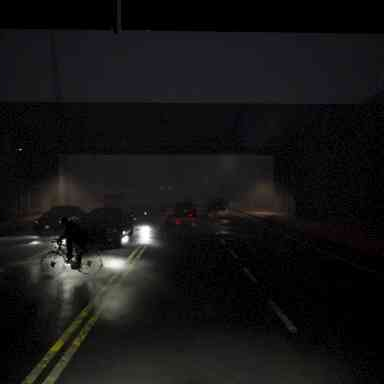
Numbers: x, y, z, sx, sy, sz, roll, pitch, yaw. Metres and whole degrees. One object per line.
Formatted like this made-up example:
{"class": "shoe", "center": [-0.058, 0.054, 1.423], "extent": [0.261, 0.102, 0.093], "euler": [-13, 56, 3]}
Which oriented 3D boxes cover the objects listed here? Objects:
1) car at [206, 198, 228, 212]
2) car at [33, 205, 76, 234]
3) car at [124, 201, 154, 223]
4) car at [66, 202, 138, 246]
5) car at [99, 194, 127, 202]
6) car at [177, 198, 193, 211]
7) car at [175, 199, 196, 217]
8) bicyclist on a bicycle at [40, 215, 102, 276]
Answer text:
{"class": "car", "center": [2.714, 1.478, 38.966], "extent": [1.882, 1.535, 5.008], "euler": [0, 0, -1]}
{"class": "car", "center": [-7.491, 1.526, 19.459], "extent": [1.812, 1.442, 4.674], "euler": [0, 0, -1]}
{"class": "car", "center": [-4.080, 1.601, 25.832], "extent": [1.895, 1.301, 4.718], "euler": [0, 0, -1]}
{"class": "car", "center": [-3.936, 1.478, 15.465], "extent": [1.882, 1.535, 5.008], "euler": [0, 0, -1]}
{"class": "car", "center": [-7.817, 1.223, 33.180], "extent": [2.150, 2.045, 5.566], "euler": [0, 0, -2]}
{"class": "car", "center": [-0.847, 1.526, 40.722], "extent": [1.812, 1.442, 4.674], "euler": [0, 0, -2]}
{"class": "car", "center": [-0.611, 1.478, 31.395], "extent": [1.882, 1.535, 5.008], "euler": [0, 0, -1]}
{"class": "bicyclist on a bicycle", "center": [-3.226, 1.453, 8.877], "extent": [1.656, 1.620, 0.582], "euler": [0, 0, -1]}
